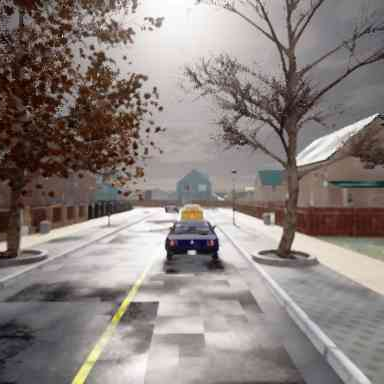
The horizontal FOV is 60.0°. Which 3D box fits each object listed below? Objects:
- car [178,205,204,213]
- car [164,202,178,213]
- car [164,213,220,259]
[{"bbox_3d":[0.033,1.834,29.263,1.882,1.535,5.008,0,-1,1],"label":"car"},{"bbox_3d":[-2.765,2.152,46.182,1.812,1.442,4.674,0,-1,0],"label":"car"},{"bbox_3d":[0.019,1.746,13.246,1.895,1.301,4.718,0,-1,0],"label":"car"}]
